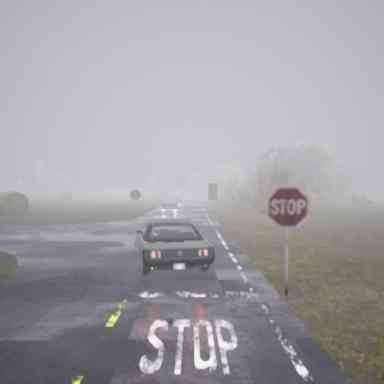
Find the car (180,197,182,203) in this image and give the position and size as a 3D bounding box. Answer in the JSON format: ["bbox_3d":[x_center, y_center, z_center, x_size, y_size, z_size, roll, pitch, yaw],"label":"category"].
[{"bbox_3d":[-2.786,1.393,61.503,1.994,1.385,4.181,0,0,0],"label":"car"}]

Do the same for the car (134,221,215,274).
[{"bbox_3d":[-0.782,1.564,10.484,1.895,1.301,4.718,0,0,-12],"label":"car"}]

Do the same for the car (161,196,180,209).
[{"bbox_3d":[-2.849,1.394,43.123,1.812,1.442,4.674,0,0,0],"label":"car"}]
